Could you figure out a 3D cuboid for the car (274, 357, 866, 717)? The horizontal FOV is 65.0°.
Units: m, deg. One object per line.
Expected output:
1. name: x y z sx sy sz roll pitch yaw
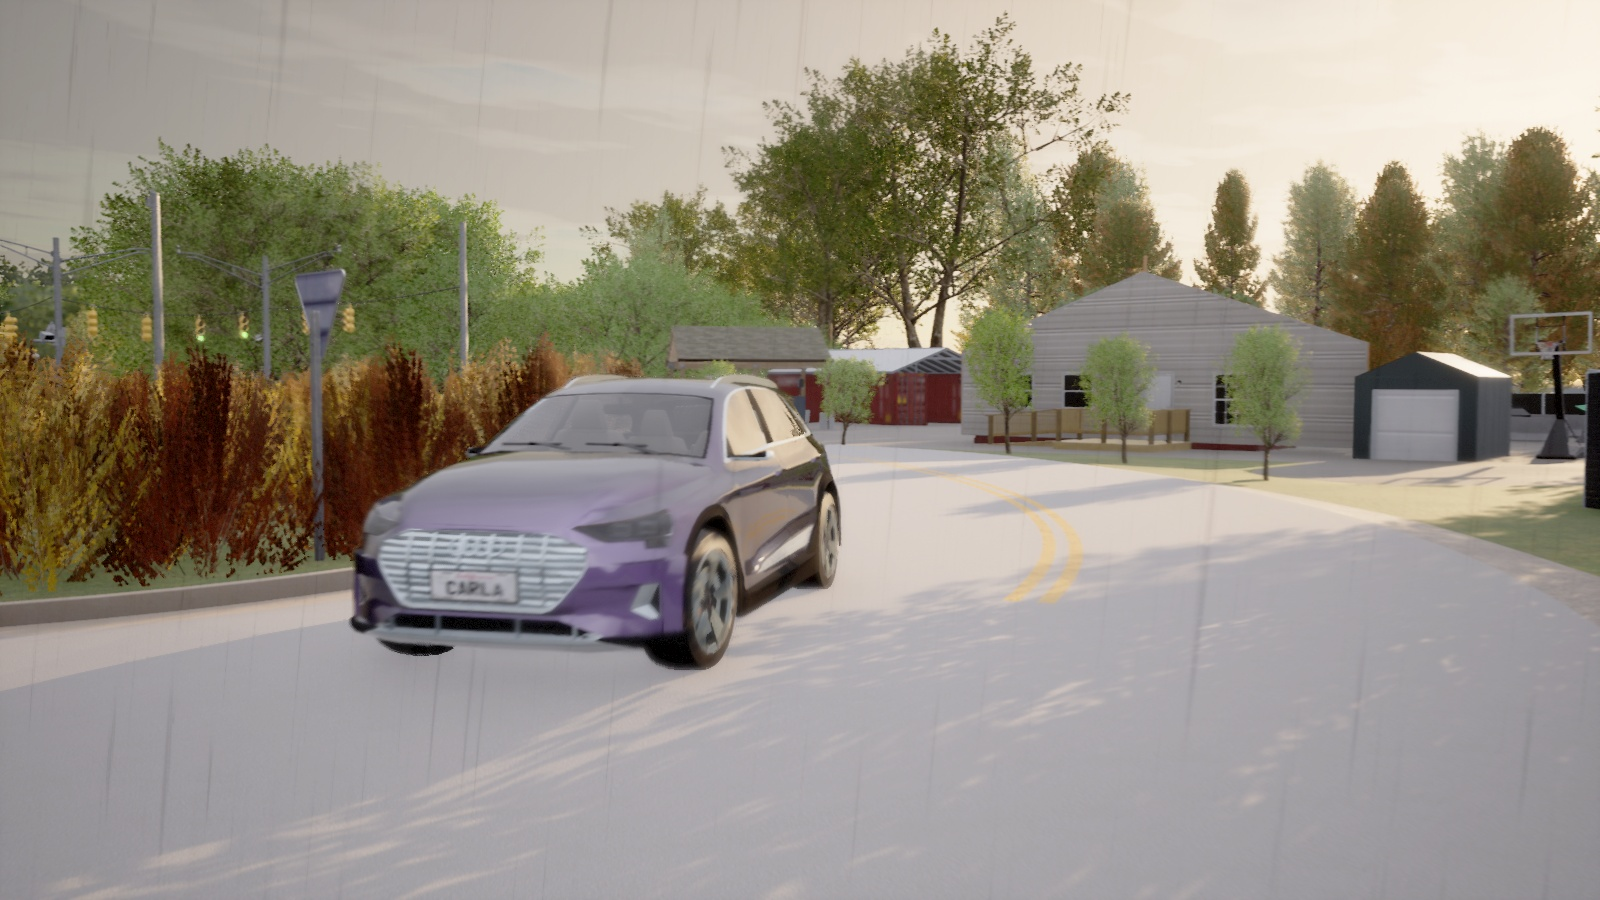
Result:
1. car: -1.027 0.292 8.340 2.033 1.649 4.856 1 2 14
